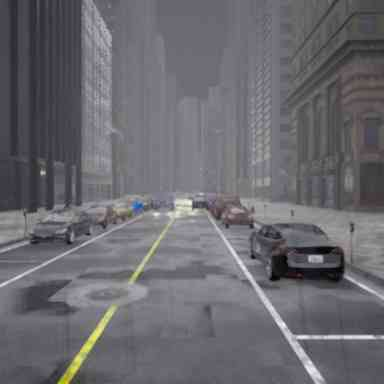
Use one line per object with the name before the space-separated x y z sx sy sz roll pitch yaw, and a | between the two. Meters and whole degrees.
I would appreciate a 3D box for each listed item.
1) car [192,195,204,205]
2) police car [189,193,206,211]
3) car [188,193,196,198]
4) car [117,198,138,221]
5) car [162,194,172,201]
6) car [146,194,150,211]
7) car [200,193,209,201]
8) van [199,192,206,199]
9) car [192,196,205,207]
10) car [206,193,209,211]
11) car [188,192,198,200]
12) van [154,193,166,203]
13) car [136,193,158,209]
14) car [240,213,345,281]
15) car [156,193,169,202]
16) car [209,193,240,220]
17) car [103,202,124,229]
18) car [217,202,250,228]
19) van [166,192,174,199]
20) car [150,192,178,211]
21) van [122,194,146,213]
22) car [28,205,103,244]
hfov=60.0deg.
car | 0.904 1.294 54.122 1.812 1.442 4.674 0 0 0
police car | 0.903 1.259 38.232 1.930 1.638 5.238 0 0 0
car | 0.007 1.045 94.791 1.994 1.385 4.181 0 0 0
car | -5.760 1.409 26.161 1.752 1.417 4.829 0 0 0
car | -5.756 1.229 76.815 2.008 1.369 4.403 0 0 0
car | -5.759 1.276 37.549 1.967 1.590 4.097 0 0 0
car | 2.769 1.118 76.824 1.967 1.590 4.097 0 0 0
van | 2.770 0.976 88.042 1.690 1.788 3.998 0 0 0
car | 0.904 1.319 48.122 1.812 1.442 4.674 0 0 0
car | 2.766 1.174 31.951 2.192 1.841 5.009 0 0 0
car | 0.006 1.081 73.787 2.033 1.411 5.357 0 0 0
van | -5.757 1.086 59.987 1.690 1.788 3.998 0 0 0
car | -5.759 1.128 43.158 2.192 1.841 5.009 0 0 0
car | 2.764 1.522 9.515 1.947 1.339 4.313 0 0 0
car | -5.757 1.037 65.596 2.192 1.841 5.009 0 0 0
car | 2.765 1.198 26.341 2.192 1.841 5.009 0 0 0
car | -5.760 1.489 20.722 1.802 1.307 4.206 0 0 0
car | 2.765 1.489 20.734 1.802 1.307 4.206 0 0 0
van | -5.755 0.976 88.034 1.690 1.788 3.998 0 0 0
car | -3.093 1.054 37.706 2.150 2.045 5.566 0 1 0
van | -5.759 1.201 31.939 1.690 1.788 3.998 0 0 0
car | -5.761 1.482 15.112 2.008 1.369 4.403 0 0 0
